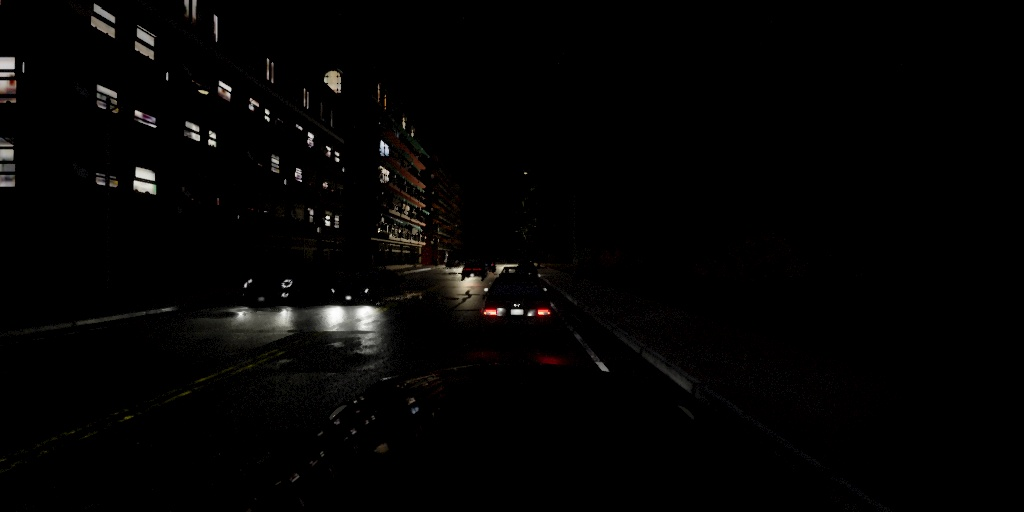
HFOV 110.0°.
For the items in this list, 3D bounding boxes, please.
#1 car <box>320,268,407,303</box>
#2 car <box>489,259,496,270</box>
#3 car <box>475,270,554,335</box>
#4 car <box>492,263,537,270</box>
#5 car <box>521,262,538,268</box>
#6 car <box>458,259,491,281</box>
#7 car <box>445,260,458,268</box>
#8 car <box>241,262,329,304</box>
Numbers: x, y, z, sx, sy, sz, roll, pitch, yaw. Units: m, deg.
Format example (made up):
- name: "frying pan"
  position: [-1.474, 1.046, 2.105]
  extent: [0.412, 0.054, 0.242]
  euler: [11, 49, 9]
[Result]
- name: "car"
  position: [-6.586, 1.300, 17.095]
  extent: [2.033, 1.411, 5.357]
  euler: [0, 0, 0]
- name: "car"
  position: [-3.106, 1.106, 44.891]
  extent: [2.097, 1.767, 4.553]
  euler: [0, 0, 0]
- name: "car"
  position: [0.111, 1.299, 10.513]
  extent: [2.033, 1.411, 5.357]
  euler: [0, 0, 0]
- name: "car"
  position: [0.119, 1.300, 20.875]
  extent: [2.033, 1.411, 5.357]
  euler: [0, 0, 0]
- name: "car"
  position: [1.167, 1.259, 30.642]
  extent: [1.837, 1.490, 4.892]
  euler: [0, 0, 0]
- name: "car"
  position: [-3.121, 1.256, 30.435]
  extent: [1.837, 1.490, 4.892]
  euler: [0, -1, 0]
- name: "car"
  position: [-9.770, 1.299, 59.205]
  extent: [2.033, 1.411, 5.357]
  euler: [0, 0, 0]
- name: "car"
  position: [-9.836, 1.104, 16.312]
  extent: [2.097, 1.767, 4.553]
  euler: [0, 0, 0]
